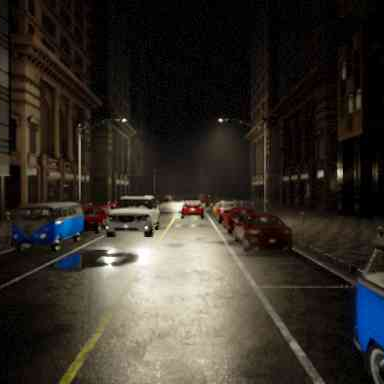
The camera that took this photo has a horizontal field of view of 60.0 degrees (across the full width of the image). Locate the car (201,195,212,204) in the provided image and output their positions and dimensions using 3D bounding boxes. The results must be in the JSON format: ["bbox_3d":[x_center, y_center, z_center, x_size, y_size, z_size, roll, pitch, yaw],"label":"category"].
[{"bbox_3d":[2.762,1.434,64.080,1.967,1.590,4.097,0,0,0],"label":"car"}]

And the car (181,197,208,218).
[{"bbox_3d":[0.075,1.500,30.031,2.163,1.488,4.792,0,0,0],"label":"car"}]

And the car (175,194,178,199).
[{"bbox_3d":[-5.762,1.311,92.086,2.192,1.841,5.009,0,0,0],"label":"car"}]

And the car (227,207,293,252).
[{"bbox_3d":[2.760,1.543,13.664,1.887,1.381,4.507,0,0,0],"label":"car"}]

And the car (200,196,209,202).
[{"bbox_3d":[2.763,1.545,75.284,2.008,1.369,4.403,0,0,0],"label":"car"}]

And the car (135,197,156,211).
[{"bbox_3d":[-5.764,1.435,41.667,1.967,1.590,4.097,0,0,0],"label":"car"}]

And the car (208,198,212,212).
[{"bbox_3d":[2.761,1.521,30.640,1.752,1.417,4.829,0,0,0],"label":"car"}]

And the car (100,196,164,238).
[{"bbox_3d":[-3.008,1.222,17.965,2.150,2.045,5.566,0,0,0],"label":"car"}]

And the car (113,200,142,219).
[{"bbox_3d":[-5.764,1.521,30.292,1.752,1.417,4.829,0,0,0],"label":"car"}]

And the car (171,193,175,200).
[{"bbox_3d":[-5.761,1.546,80.882,2.008,1.369,4.403,0,0,0],"label":"car"}]

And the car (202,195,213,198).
[{"bbox_3d":[2.762,1.539,47.275,1.887,1.381,4.507,0,0,0],"label":"car"}]

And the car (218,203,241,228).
[{"bbox_3d":[2.760,1.542,19.266,1.887,1.381,4.507,0,0,0],"label":"car"}]

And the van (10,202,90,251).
[{"bbox_3d":[-5.766,1.339,13.656,1.690,1.788,3.998,0,0,0],"label":"van"}]

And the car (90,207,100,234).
[{"bbox_3d":[-5.765,1.542,19.258,1.887,1.381,4.507,0,0,0],"label":"car"}]

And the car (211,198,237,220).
[{"bbox_3d":[2.760,1.437,24.868,1.967,1.590,4.097,0,0,0],"label":"car"}]

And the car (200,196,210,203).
[{"bbox_3d":[2.763,1.560,69.682,1.947,1.339,4.313,0,0,0],"label":"car"}]

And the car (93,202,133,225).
[{"bbox_3d":[-5.765,1.541,24.860,1.887,1.381,4.507,0,0,0],"label":"car"}]

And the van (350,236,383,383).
[{"bbox_3d":[2.759,1.341,2.460,1.690,1.788,3.998,0,0,0],"label":"van"}]

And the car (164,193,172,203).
[{"bbox_3d":[-5.762,1.539,69.677,1.887,1.381,4.507,0,0,0],"label":"car"}]

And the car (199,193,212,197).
[{"bbox_3d":[2.762,1.309,58.479,2.192,1.841,5.009,0,0,0],"label":"car"}]

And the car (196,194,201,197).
[{"bbox_3d":[0.006,1.472,52.029,1.882,1.535,5.008,0,0,0],"label":"car"}]
